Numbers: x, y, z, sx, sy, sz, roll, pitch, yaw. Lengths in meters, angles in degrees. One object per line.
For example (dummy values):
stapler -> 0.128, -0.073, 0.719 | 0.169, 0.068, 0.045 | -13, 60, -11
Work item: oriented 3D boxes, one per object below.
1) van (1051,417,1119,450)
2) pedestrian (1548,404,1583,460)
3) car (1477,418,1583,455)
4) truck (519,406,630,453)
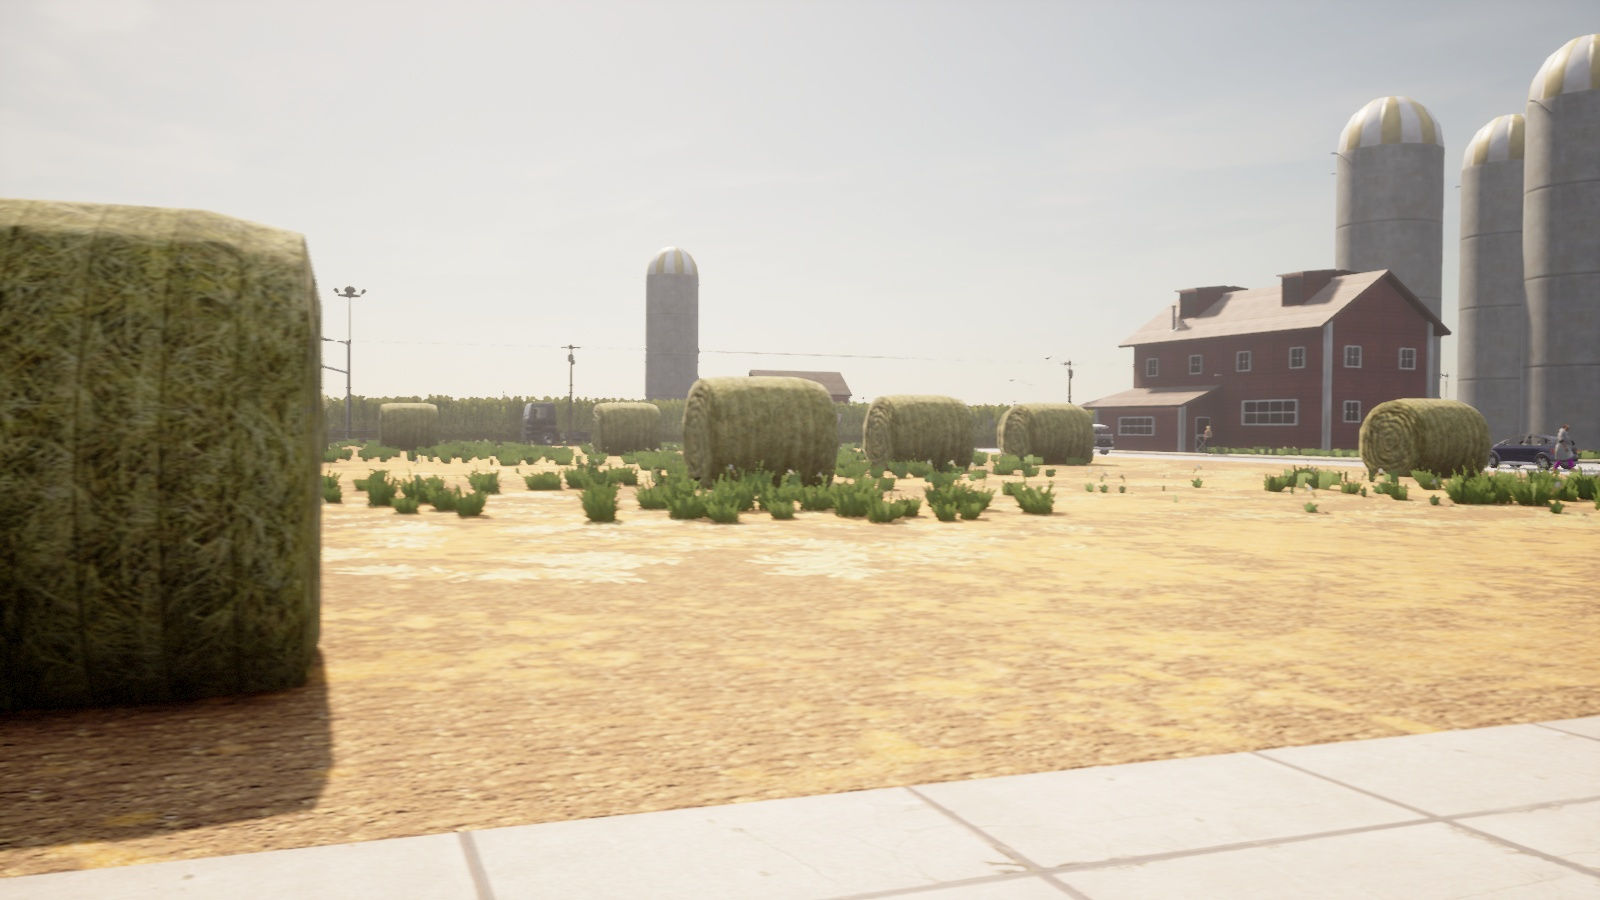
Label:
van -> 18.242, -1.056, 80.514 | 2.069, 2.038, 4.480 | -1, 1, -22
pedestrian -> 27.216, -0.631, 44.636 | 0.659, 1.952, 0.873 | -1, 1, -36
car -> 32.106, -0.605, 55.321 | 1.789, 1.549, 3.705 | -2, 2, -22
truck -> -17.371, -1.590, 96.849 | 7.936, 3.462, 2.891 | -1, 1, -21
